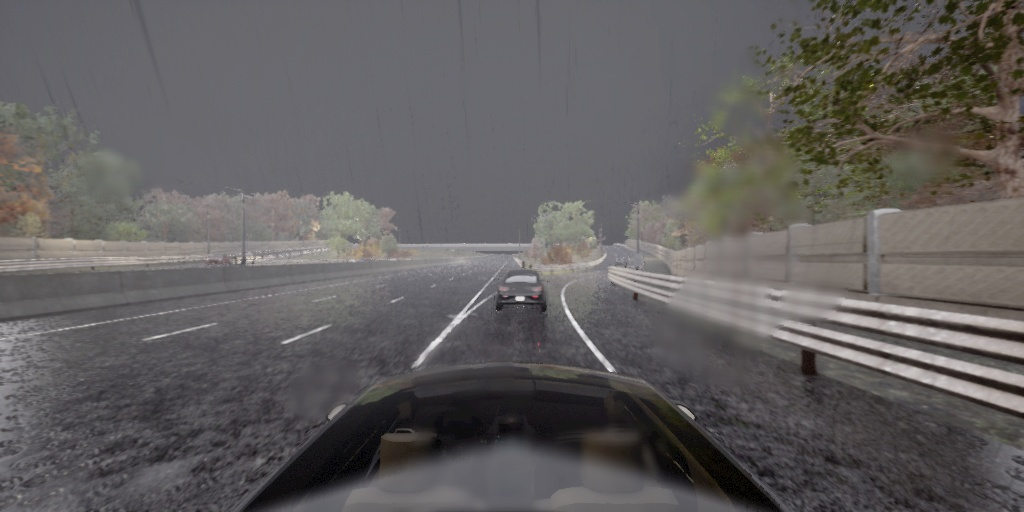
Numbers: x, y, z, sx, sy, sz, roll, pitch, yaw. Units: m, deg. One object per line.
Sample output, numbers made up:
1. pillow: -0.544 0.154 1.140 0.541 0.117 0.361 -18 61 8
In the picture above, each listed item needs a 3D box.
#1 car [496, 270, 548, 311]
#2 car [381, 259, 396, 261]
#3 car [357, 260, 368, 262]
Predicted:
1. car: 0.471 1.280 14.480 1.812 1.442 4.674 0 0 5
2. car: -21.019 1.374 58.508 1.895 1.301 4.718 0 0 1
3. car: -24.514 1.320 58.437 2.033 1.411 5.357 0 0 0
